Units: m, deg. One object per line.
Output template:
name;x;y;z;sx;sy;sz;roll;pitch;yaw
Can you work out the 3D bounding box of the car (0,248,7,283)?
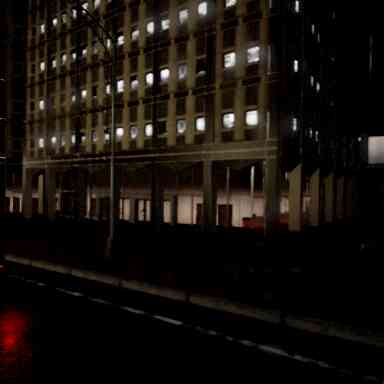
car;-6.356;1.558;8.219;4.674;1.442;1.812;0;0;36
